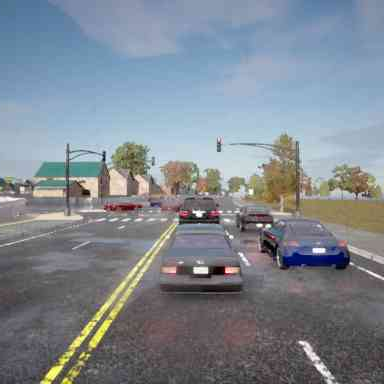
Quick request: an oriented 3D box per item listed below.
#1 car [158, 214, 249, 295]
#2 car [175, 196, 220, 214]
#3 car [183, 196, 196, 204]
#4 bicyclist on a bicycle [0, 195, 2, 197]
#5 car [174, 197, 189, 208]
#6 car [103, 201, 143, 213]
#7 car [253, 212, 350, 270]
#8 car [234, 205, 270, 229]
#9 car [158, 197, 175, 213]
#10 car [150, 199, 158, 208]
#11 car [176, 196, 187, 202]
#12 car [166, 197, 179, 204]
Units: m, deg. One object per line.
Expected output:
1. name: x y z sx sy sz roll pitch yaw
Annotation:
1. car: 0.204 1.553 8.891 2.033 1.411 5.357 0 0 1
2. car: 0.421 1.237 19.138 2.150 2.045 5.566 0 0 1
3. car: -0.469 1.614 66.633 2.128 1.511 4.902 0 0 5
4. bicyclist on a bicycle: -23.948 1.036 41.357 0.582 1.620 1.656 1 -1 16
5. car: -1.599 1.557 51.241 1.882 1.535 5.008 0 0 4
6. car: -7.821 1.639 37.825 1.895 1.301 4.718 1 0 33
7. car: 3.500 1.570 11.102 1.994 1.385 4.181 0 0 1
8. car: 3.688 1.520 19.994 1.837 1.490 4.892 0 0 3
9. car: -2.324 1.527 38.027 1.882 1.535 5.008 0 0 3
10. car: -4.975 1.679 49.343 1.895 1.301 4.718 0 0 3
11. car: -2.475 1.702 80.913 2.033 1.411 5.357 0 0 5
12. car: -3.779 1.726 66.038 1.895 1.301 4.718 0 0 5
